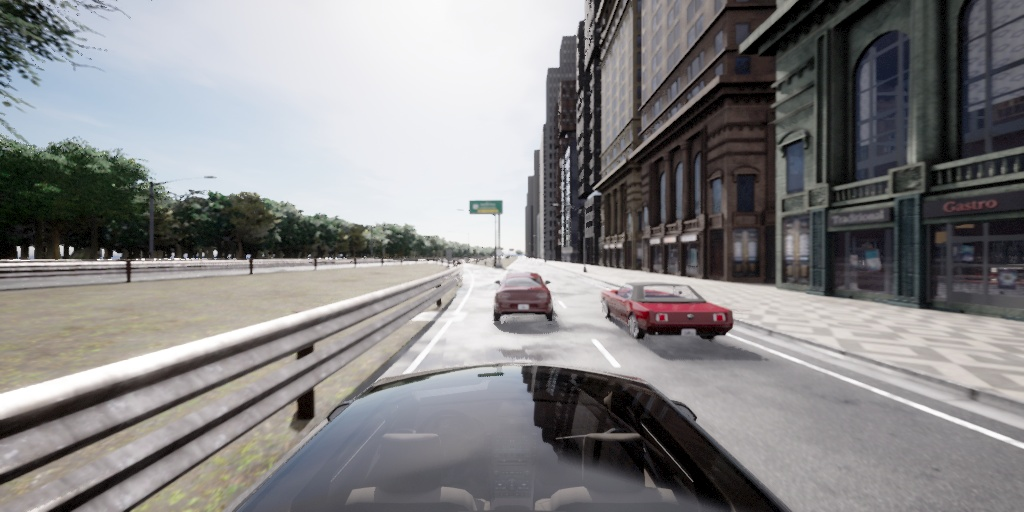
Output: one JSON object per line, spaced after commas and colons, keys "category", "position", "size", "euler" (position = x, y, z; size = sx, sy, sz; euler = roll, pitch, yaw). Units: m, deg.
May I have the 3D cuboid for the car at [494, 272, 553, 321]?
{"category": "car", "position": [0.376, 1.277, 12.435], "size": [1.812, 1.442, 4.674], "euler": [0, 0, 1]}

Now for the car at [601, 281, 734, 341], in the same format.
{"category": "car", "position": [3.822, 1.345, 9.865], "size": [1.895, 1.301, 4.718], "euler": [0, 0, 1]}
